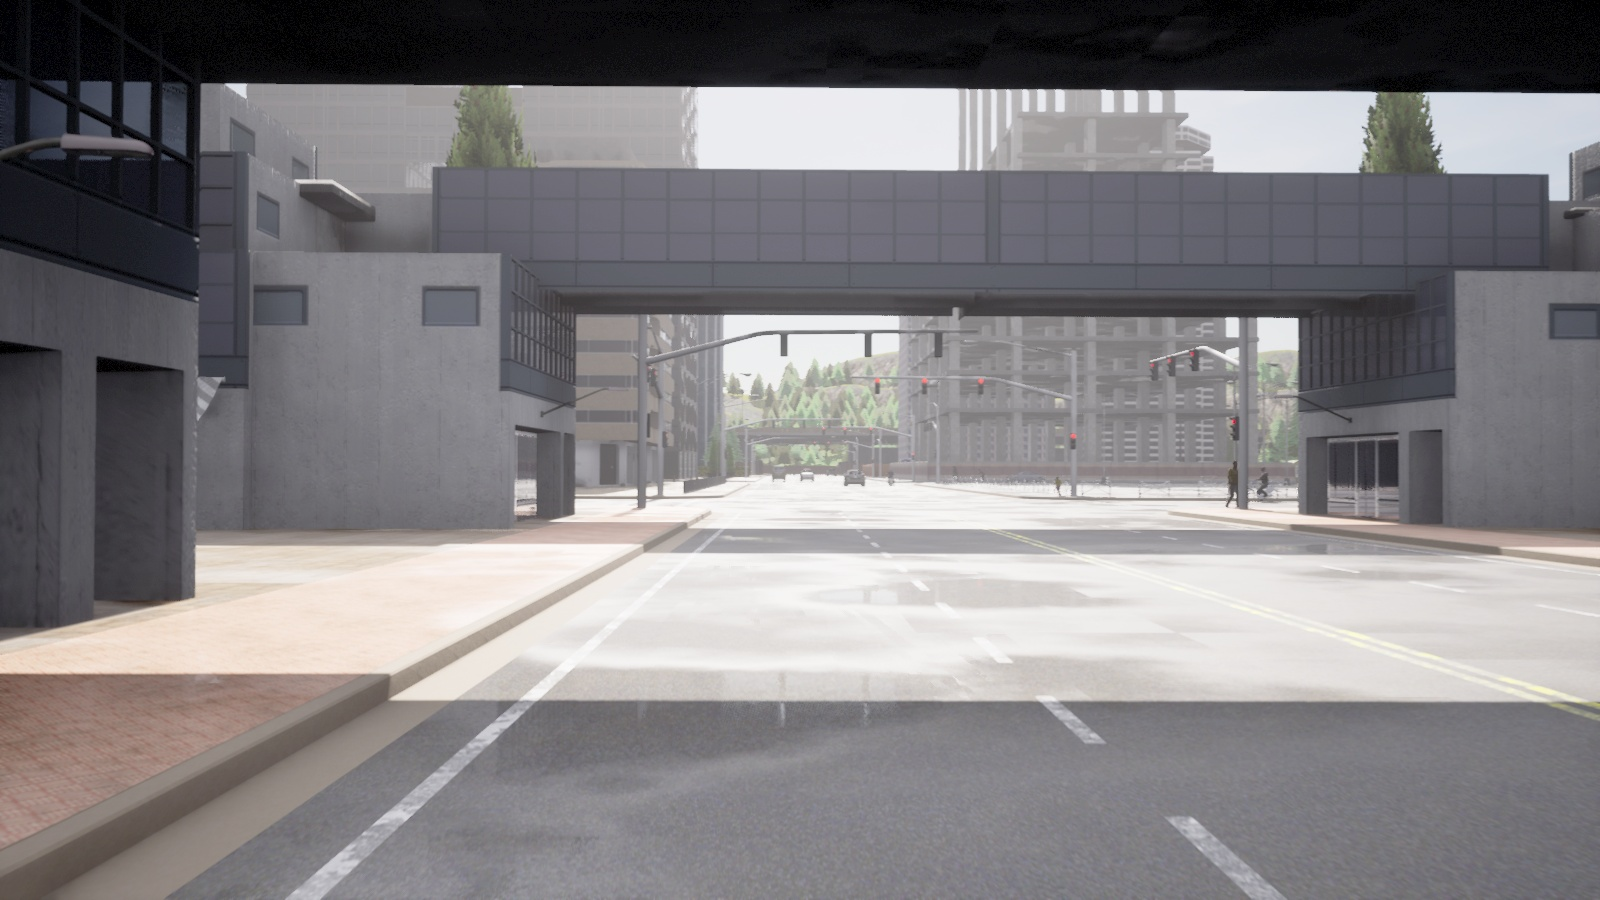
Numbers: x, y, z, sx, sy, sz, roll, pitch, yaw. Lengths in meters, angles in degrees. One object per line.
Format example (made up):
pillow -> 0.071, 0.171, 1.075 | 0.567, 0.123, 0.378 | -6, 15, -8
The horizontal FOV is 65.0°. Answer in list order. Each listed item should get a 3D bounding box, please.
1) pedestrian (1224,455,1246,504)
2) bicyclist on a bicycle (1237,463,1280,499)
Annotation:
pedestrian -> 16.299, 1.111, 47.084 | 0.431, 1.840, 0.709 | 0, -1, -15
bicyclist on a bicycle -> 22.350, 1.510, 61.180 | 1.843, 1.776, 0.659 | 0, -1, 0
